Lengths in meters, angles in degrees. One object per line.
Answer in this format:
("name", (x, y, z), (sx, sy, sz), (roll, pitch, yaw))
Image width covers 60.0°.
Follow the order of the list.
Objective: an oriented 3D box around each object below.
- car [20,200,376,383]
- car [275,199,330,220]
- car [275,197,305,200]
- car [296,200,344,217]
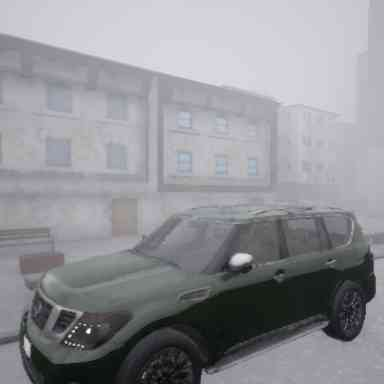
("car", (0.567, 1.240, 5.010), (5.566, 2.045, 2.150), (0, 0, -36))
("car", (10.006, 1.485, 30.446), (2.242, 1.667, 4.611), (0, 0, -26))
("car", (7.619, 1.363, 28.454), (1.905, 1.878, 3.866), (0, 0, -26))
("car", (12.324, 1.569, 32.277), (1.816, 1.474, 4.193), (0, 0, -26))
